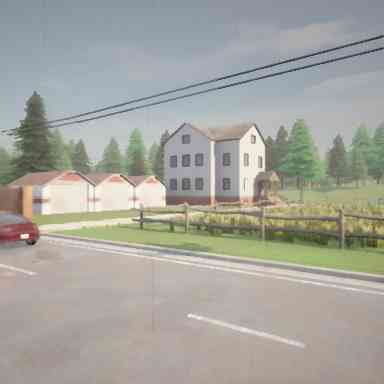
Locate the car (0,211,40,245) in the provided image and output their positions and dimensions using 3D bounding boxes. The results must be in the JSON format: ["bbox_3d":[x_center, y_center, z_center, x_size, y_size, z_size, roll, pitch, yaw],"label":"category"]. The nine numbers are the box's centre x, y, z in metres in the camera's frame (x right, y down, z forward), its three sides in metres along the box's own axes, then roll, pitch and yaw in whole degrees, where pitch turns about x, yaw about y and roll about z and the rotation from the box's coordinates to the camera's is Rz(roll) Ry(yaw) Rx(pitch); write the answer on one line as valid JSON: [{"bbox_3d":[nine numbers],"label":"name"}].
[{"bbox_3d":[-8.276,1.530,14.072,4.674,1.442,1.812,0,0,36],"label":"car"}]
